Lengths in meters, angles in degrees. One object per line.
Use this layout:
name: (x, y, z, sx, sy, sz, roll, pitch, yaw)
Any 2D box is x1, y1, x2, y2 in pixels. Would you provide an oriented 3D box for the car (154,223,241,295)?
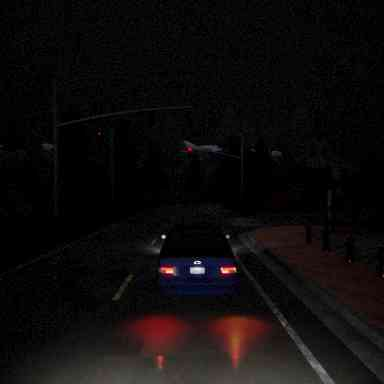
car: (0.102, 1.547, 8.860, 2.033, 1.411, 5.357, 0, 0, 0)
